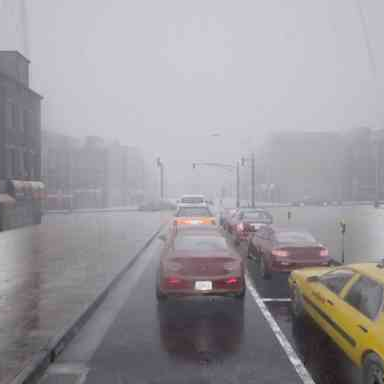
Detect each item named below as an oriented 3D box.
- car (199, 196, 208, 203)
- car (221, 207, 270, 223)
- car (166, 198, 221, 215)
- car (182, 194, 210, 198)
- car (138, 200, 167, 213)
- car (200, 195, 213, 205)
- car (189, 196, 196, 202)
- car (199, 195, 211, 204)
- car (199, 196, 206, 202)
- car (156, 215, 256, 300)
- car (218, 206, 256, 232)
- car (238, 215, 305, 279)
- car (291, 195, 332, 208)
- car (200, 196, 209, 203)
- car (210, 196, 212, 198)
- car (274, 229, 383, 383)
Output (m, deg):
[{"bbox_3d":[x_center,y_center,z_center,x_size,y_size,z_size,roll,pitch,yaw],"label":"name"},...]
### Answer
[{"bbox_3d":[2.717,1.674,79.690,1.967,1.590,4.097,-1,0,0],"label":"car"},{"bbox_3d":[2.649,1.446,15.271,1.967,1.590,4.097,0,0,0],"label":"car"},{"bbox_3d":[0.103,1.358,15.681,2.097,1.767,4.553,0,0,0],"label":"car"},{"bbox_3d":[0.062,1.242,25.777,2.150,2.045,5.566,0,0,1],"label":"car"},{"bbox_3d":[-3.509,1.658,38.280,5.357,1.411,2.033,-2,0,0],"label":"car"},{"bbox_3d":[2.699,1.466,63.483,2.192,1.841,5.009,-1,0,0],"label":"car"},{"bbox_3d":[0.092,1.744,83.140,1.837,1.490,4.892,0,0,0],"label":"car"},{"bbox_3d":[2.705,1.492,68.886,2.192,1.841,5.009,-1,0,0],"label":"car"},{"bbox_3d":[2.730,1.822,90.664,1.752,1.417,4.829,-1,0,0],"label":"car"},{"bbox_3d":[0.131,1.527,8.313,1.812,1.442,4.674,0,0,-2],"label":"car"},{"bbox_3d":[2.656,1.594,20.738,1.802,1.307,4.206,0,0,0],"label":"car"},{"bbox_3d":[2.644,1.584,9.805,1.802,1.307,4.206,0,0,0],"label":"car"},{"bbox_3d":[14.779,1.107,41.235,4.892,1.490,1.837,-2,0,0],"label":"car"},{"bbox_3d":[2.712,1.645,74.288,1.967,1.590,4.097,-1,0,0],"label":"car"},{"bbox_3d":[2.694,1.567,58.081,1.967,1.590,4.097,-1,0,0],"label":"car"},{"bbox_3d":[2.638,1.525,4.507,1.752,1.417,4.829,0,0,0],"label":"car"}]
